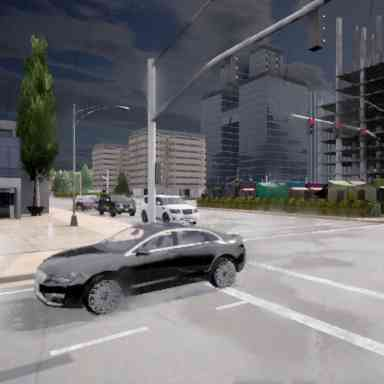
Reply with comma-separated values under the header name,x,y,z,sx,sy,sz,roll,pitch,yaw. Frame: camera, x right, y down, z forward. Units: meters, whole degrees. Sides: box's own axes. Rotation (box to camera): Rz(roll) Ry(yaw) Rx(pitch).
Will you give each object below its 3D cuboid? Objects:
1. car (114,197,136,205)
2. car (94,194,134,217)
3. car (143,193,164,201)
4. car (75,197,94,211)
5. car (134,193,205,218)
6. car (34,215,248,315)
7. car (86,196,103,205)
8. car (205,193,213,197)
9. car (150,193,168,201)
name,x,y,z,sx,sy,sz,roll,pitch,yaw
car,-11.979,1.547,58.886,2.033,1.411,5.357,0,0,-33
car,-7.243,1.221,31.682,2.150,2.045,5.566,0,0,-33
car,-9.384,1.153,81.086,4.605,1.855,1.932,0,0,-34
car,-12.797,1.526,40.354,1.812,1.442,4.674,0,0,-32
car,-1.713,1.222,23.059,2.150,2.045,5.566,0,0,-33
car,-0.894,1.491,7.622,4.902,1.511,2.128,0,0,-35
car,-18.287,1.564,62.235,1.994,1.385,4.181,0,0,-33
car,3.240,1.156,62.439,3.866,1.878,1.905,0,0,-34
car,-7.805,1.156,78.660,3.866,1.878,1.905,0,0,-34
